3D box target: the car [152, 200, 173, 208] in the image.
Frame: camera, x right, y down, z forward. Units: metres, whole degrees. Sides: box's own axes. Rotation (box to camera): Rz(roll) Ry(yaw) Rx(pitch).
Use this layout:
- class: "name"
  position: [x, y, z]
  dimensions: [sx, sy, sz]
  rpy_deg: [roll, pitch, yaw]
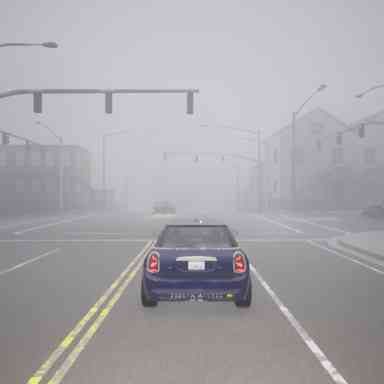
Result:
- class: "car"
  position: [-2.937, 1.513, 33.610]
  dimensions: [1.994, 1.385, 4.181]
  rpy_deg: [1, 0, -11]

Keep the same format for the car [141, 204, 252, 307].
- class: "car"
  position: [0.095, 1.351, 8.141]
  dimensions: [2.097, 1.767, 4.553]
  rpy_deg: [0, 0, 0]

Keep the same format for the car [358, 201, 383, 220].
- class: "car"
  position: [16.452, 1.486, 27.722]
  dimensions: [4.902, 1.511, 2.128]
  rpy_deg: [0, 0, -1]
